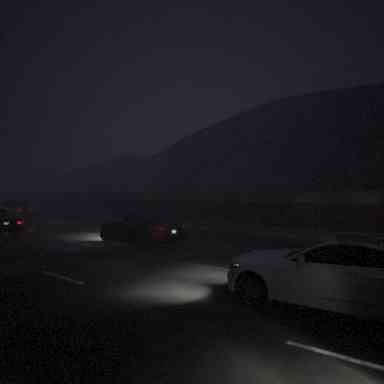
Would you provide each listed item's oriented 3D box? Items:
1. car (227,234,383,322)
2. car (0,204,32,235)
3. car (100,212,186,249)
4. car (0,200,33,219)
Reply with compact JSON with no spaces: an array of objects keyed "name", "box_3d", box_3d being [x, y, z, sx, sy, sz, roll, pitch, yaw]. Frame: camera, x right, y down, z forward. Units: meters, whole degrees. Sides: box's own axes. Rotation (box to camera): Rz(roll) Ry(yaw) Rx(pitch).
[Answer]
[{"name":"car","box_3d":[2.918,1.540,6.329,4.674,1.442,1.812,0,0,36]},{"name":"car","box_3d":[-10.810,1.571,17.898,5.357,1.411,2.033,0,0,44]},{"name":"car","box_3d":[-2.263,1.589,14.922,4.181,1.385,1.994,0,0,40]},{"name":"car","box_3d":[-14.618,1.389,26.969,2.097,1.767,4.553,0,0,-42]}]
